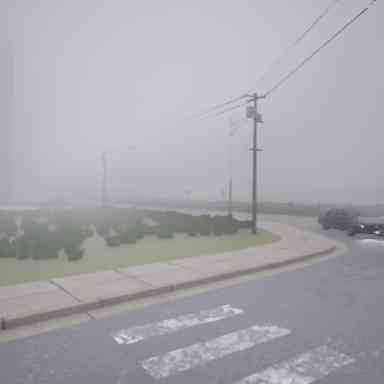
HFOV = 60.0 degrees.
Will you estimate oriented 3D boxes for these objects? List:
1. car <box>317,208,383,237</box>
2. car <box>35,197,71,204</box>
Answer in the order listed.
[{"bbox_3d":[9.034,1.635,19.060,2.033,1.411,5.357,1,0,-2],"label":"car"},{"bbox_3d":[-18.979,1.421,45.603,4.674,1.442,1.812,1,0,-41],"label":"car"}]
